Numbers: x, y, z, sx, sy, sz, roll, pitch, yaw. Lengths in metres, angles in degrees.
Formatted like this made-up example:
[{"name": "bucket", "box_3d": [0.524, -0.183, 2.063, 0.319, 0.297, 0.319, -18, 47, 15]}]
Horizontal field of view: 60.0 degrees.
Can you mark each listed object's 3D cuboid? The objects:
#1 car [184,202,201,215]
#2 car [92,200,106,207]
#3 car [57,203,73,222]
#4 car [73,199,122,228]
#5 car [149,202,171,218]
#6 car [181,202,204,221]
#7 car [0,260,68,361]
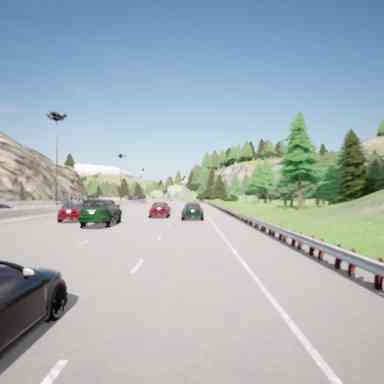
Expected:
[{"name": "car", "box_3d": [0.039, 2.073, 43.500, 2.128, 1.511, 4.902, 0, -1, 0]}, {"name": "car", "box_3d": [-21.066, 2.557, 75.337, 1.994, 1.385, 4.181, 0, -1, 0]}, {"name": "car", "box_3d": [-10.426, 1.756, 30.235, 2.097, 1.767, 4.553, 0, -1, 0]}, {"name": "car", "box_3d": [-6.923, 1.566, 25.574, 2.150, 2.045, 5.566, 0, -1, 0]}, {"name": "car", "box_3d": [-3.434, 1.841, 36.673, 2.097, 1.767, 4.553, 0, -1, 0]}, {"name": "car", "box_3d": [0.063, 1.781, 32.151, 2.097, 1.767, 4.553, 0, -1, 0]}, {"name": "car", "box_3d": [-3.405, 1.630, 4.796, 1.994, 1.385, 4.181, 0, -1, 0]}]
